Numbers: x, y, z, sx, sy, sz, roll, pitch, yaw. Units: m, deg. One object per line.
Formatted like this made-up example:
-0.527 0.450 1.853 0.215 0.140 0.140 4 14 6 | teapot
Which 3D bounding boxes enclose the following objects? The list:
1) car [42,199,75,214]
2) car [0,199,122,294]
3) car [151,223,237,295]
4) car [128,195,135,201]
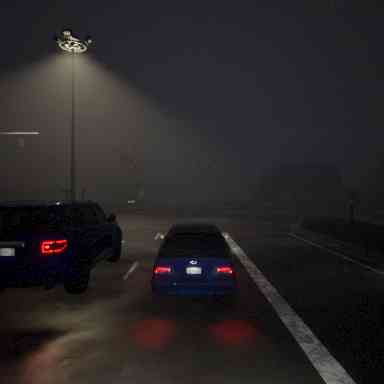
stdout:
-14.989 1.571 37.666 1.812 1.442 4.674 0 0 0 | car
-3.443 1.221 8.925 2.150 2.045 5.566 0 0 1 | car
0.057 1.547 8.854 2.033 1.411 5.357 0 0 1 | car
-14.992 1.525 84.017 2.128 1.511 4.902 0 0 0 | car
